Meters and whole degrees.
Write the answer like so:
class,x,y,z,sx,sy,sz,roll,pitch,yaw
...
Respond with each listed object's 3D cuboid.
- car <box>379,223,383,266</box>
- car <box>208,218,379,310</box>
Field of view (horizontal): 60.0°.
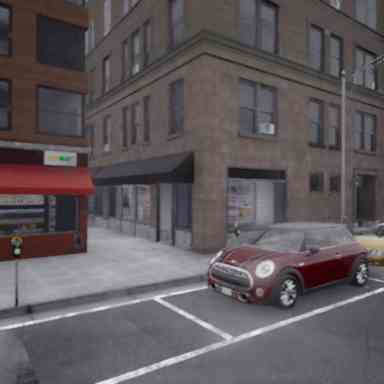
class,x,y,z,sx,sy,sz,roll,pitch,yaw
car,6.686,1.591,10.939,4.829,1.417,1.752,0,0,-35
car,2.328,1.476,7.841,4.097,1.590,1.967,0,0,-35
